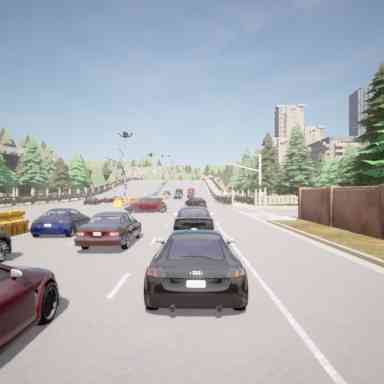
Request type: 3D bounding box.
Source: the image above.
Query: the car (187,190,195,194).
[{"bbox_3d":[-0.210,0.914,89.717,1.994,1.385,4.181,0,4,0],"label":"car"}]

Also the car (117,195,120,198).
[{"bbox_3d":[-17.640,1.477,78.954,1.895,1.301,4.718,0,1,0],"label":"car"}]

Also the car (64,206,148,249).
[{"bbox_3d":[-3.408,1.547,14.412,2.033,1.411,5.357,0,0,0],"label":"car"}]

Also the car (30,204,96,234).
[{"bbox_3d":[-6.918,1.564,17.972,1.994,1.385,4.181,0,0,0],"label":"car"}]

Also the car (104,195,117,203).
[{"bbox_3d":[-17.577,1.594,68.712,1.895,1.301,4.718,0,0,0],"label":"car"}]

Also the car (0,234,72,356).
[{"bbox_3d":[-3.405,1.564,4.443,1.994,1.385,4.181,0,0,0],"label":"car"}]

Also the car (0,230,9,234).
[{"bbox_3d":[-6.907,1.491,9.131,2.128,1.511,4.902,0,0,0],"label":"car"}]

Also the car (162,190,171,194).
[{"bbox_3d":[-7.192,1.024,86.944,1.882,1.535,5.008,0,3,0],"label":"car"}]

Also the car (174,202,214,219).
[{"bbox_3d":[0.084,1.478,16.770,1.882,1.535,5.008,0,0,0],"label":"car"}]

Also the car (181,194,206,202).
[{"bbox_3d":[0.512,1.506,48.655,1.837,1.490,4.892,-3,1,-22],"label":"car"}]

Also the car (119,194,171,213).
[{"bbox_3d":[-5.086,1.352,35.852,4.553,1.767,2.097,0,0,-23],"label":"car"}]

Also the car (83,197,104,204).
[{"bbox_3d":[-17.617,1.564,58.642,1.994,1.385,4.181,0,0,0],"label":"car"}]

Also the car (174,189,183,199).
[{"bbox_3d":[-3.692,0.903,86.930,2.097,1.767,4.553,0,3,0],"label":"car"}]

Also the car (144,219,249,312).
[{"bbox_3d":[0.088,1.564,7.780,1.994,1.385,4.181,0,0,1],"label":"car"}]
